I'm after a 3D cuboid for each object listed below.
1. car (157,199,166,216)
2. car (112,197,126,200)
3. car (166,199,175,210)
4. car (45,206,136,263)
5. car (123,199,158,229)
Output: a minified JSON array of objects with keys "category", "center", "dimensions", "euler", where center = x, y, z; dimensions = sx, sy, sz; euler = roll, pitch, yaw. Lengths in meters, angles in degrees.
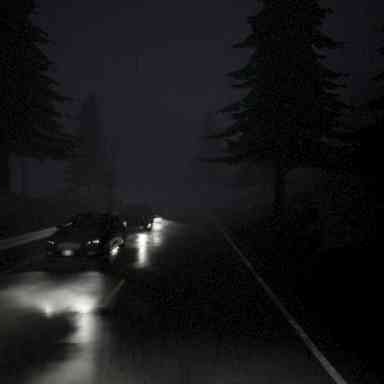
[{"category":"car","center":[-3.851,1.482,31.734],"dimensions":[2.128,1.511,4.902],"euler":[0,0,-7]},{"category":"car","center":[-11.693,1.466,49.237],"dimensions":[4.902,1.511,2.128],"euler":[0,0,24]},{"category":"car","center":[-3.994,1.548,42.924],"dimensions":[1.994,1.385,4.181],"euler":[0,0,-39]},{"category":"car","center":[-3.601,1.494,12.080],"dimensions":[2.128,1.511,4.902],"euler":[0,0,0]},{"category":"car","center":[-3.580,1.474,21.582],"dimensions":[1.882,1.535,5.008],"euler":[0,0,0]}]
